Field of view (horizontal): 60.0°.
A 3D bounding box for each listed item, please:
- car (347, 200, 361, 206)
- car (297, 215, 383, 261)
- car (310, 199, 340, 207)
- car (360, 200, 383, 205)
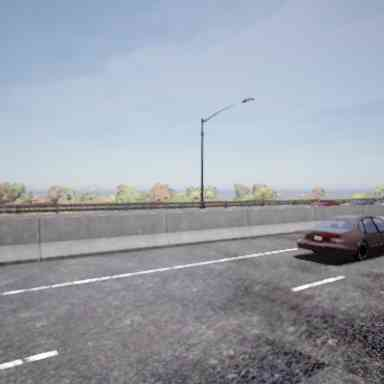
[{"bbox_3d":[20.451,1.662,40.057,4.181,1.385,1.994,0,0,-35],"label":"car"},{"bbox_3d":[6.222,1.578,12.486,5.357,1.411,2.033,0,0,-36],"label":"car"},{"bbox_3d":[16.750,1.619,41.718,4.674,1.442,1.812,0,0,-36],"label":"car"},{"bbox_3d":[20.979,1.642,36.144,5.357,1.411,2.033,0,0,-35],"label":"car"}]
